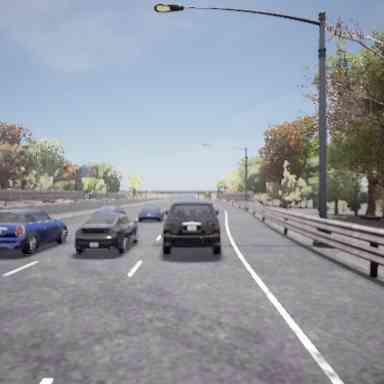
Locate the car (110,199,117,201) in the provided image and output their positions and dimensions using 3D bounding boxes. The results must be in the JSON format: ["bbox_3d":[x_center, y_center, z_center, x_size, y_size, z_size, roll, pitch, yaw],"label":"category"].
[{"bbox_3d":[-17.502,2.345,73.927,1.994,1.385,4.181,0,-1,0],"label":"car"}]

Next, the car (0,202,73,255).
[{"bbox_3d":[-6.998,1.489,14.085,2.097,1.767,4.553,0,-1,0],"label":"car"}]

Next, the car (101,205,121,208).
[{"bbox_3d":[-7.000,1.840,29.000,2.033,1.411,5.357,0,-1,0],"label":"car"}]

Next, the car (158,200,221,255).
[{"bbox_3d":[0.000,1.355,14.047,2.150,2.045,5.566,0,0,0],"label":"car"}]

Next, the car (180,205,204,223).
[{"bbox_3d":[0.001,1.894,29.117,1.895,1.301,4.718,0,-1,0],"label":"car"}]

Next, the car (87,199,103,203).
[{"bbox_3d":[-21.002,2.333,73.927,2.033,1.411,5.357,0,-1,0],"label":"car"}]

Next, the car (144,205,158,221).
[{"bbox_3d":[-3.496,1.860,29.302,1.994,1.385,4.181,0,-1,0],"label":"car"}]

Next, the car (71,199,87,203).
[{"bbox_3d":[-24.502,2.318,73.927,2.128,1.511,4.902,0,-1,0],"label":"car"}]

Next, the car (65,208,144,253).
[{"bbox_3d":[-3.497,1.649,14.311,1.837,1.490,4.892,0,0,0],"label":"car"}]

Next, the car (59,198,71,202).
[{"bbox_3d":[-28.002,2.149,73.959,2.097,1.767,4.553,0,-1,0],"label":"car"}]
